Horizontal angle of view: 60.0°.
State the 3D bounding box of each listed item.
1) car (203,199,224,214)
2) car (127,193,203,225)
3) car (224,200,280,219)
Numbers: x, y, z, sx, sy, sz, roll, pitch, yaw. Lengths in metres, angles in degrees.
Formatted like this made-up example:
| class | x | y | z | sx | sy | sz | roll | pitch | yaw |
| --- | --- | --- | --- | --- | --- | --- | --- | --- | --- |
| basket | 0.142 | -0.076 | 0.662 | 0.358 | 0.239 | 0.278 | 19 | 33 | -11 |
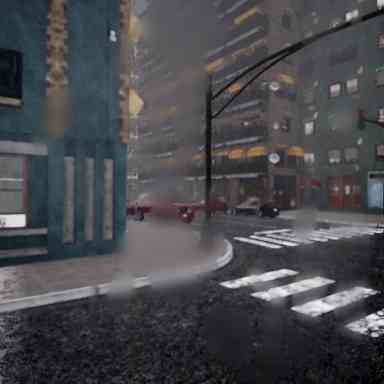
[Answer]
| class | x | y | z | sx | sy | sz | roll | pitch | yaw |
| --- | --- | --- | --- | --- | --- | --- | --- | --- | --- |
| car | 1.641 | 1.250 | 30.682 | 1.802 | 1.307 | 4.206 | 1 | 0 | -36 |
| car | -1.883 | 1.012 | 21.283 | 2.192 | 1.841 | 5.009 | 1 | 0 | -36 |
| car | 4.914 | 1.314 | 26.174 | 1.947 | 1.339 | 4.313 | 1 | 0 | -36 |
